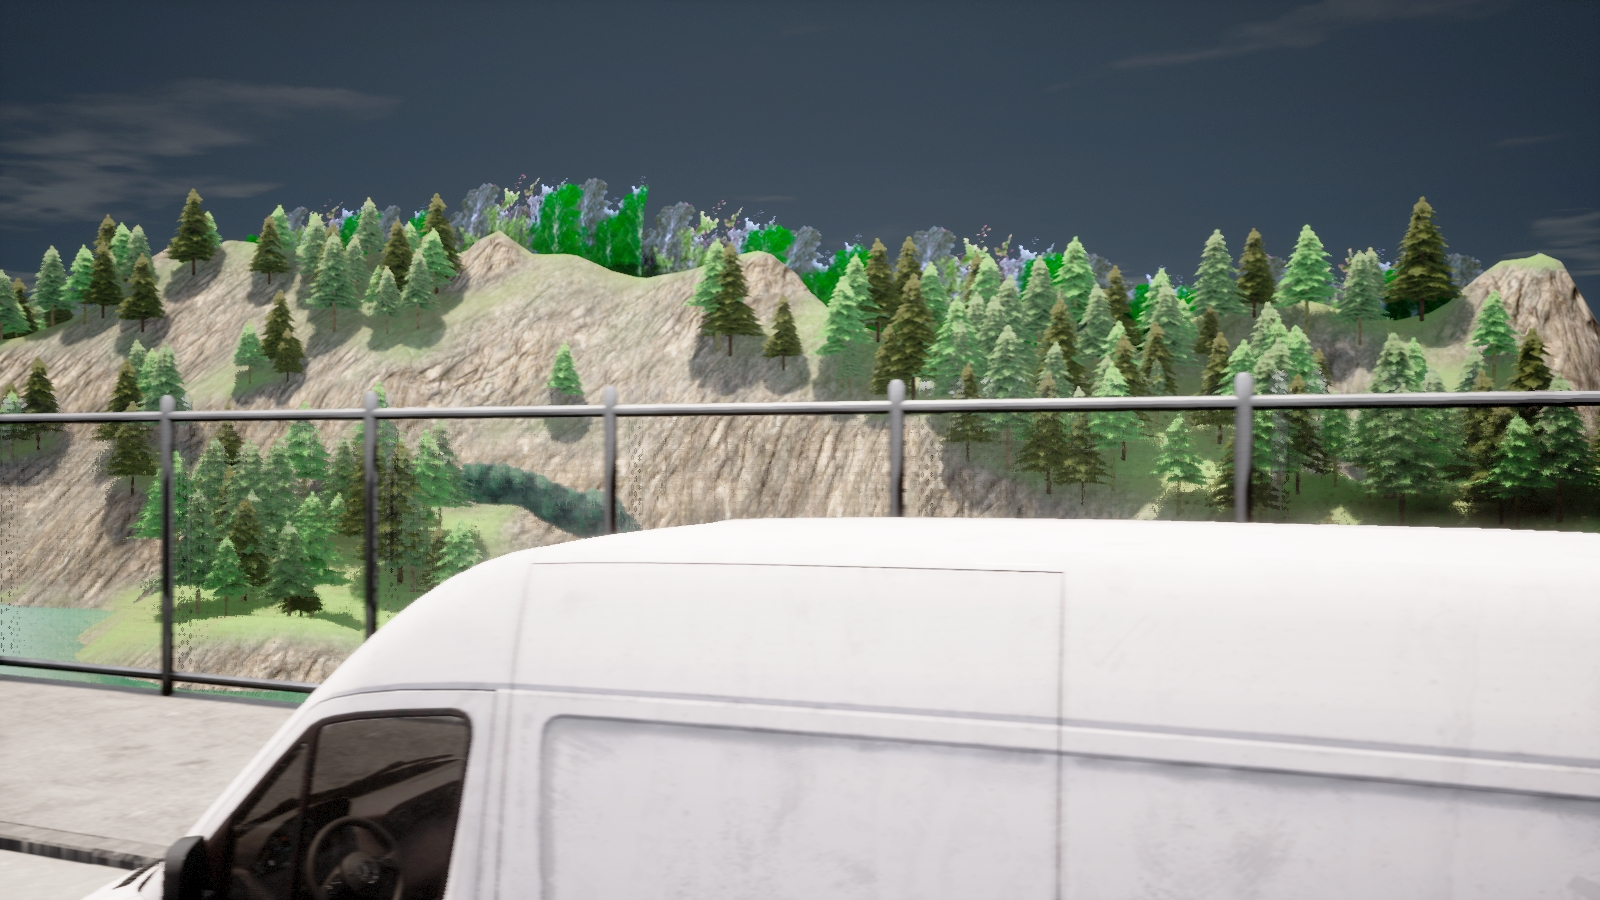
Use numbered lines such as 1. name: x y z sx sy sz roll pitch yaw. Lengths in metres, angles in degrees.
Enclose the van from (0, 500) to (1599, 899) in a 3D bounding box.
1. van: -0.025 1.534 3.844 5.915 2.561 1.988 0 0 20
